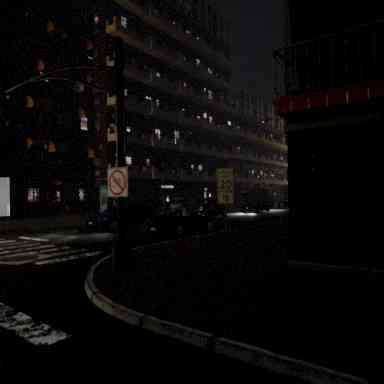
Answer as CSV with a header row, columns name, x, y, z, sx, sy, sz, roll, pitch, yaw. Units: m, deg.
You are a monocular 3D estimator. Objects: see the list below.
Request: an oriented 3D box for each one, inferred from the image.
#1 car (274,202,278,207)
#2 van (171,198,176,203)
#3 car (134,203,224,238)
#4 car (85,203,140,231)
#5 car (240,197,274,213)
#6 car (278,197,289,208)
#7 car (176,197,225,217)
name,x,y,z,sx,sy,sz,roll,pitch,yaw
car,9.359,1.430,44.030,1.967,1.590,4.097,-1,-1,36
van,-0.392,1.365,30.457,1.690,1.788,3.998,-1,-1,36
car,-0.488,1.435,16.812,2.008,1.369,4.403,-1,-1,36
car,-4.280,1.473,20.817,1.882,1.535,5.008,-1,-1,36
car,6.952,1.517,36.423,1.994,1.385,4.181,-1,-1,36
car,13.044,1.423,44.834,2.128,1.511,4.902,-1,-1,37
car,1.102,1.326,28.311,2.097,1.767,4.553,-1,-1,36
